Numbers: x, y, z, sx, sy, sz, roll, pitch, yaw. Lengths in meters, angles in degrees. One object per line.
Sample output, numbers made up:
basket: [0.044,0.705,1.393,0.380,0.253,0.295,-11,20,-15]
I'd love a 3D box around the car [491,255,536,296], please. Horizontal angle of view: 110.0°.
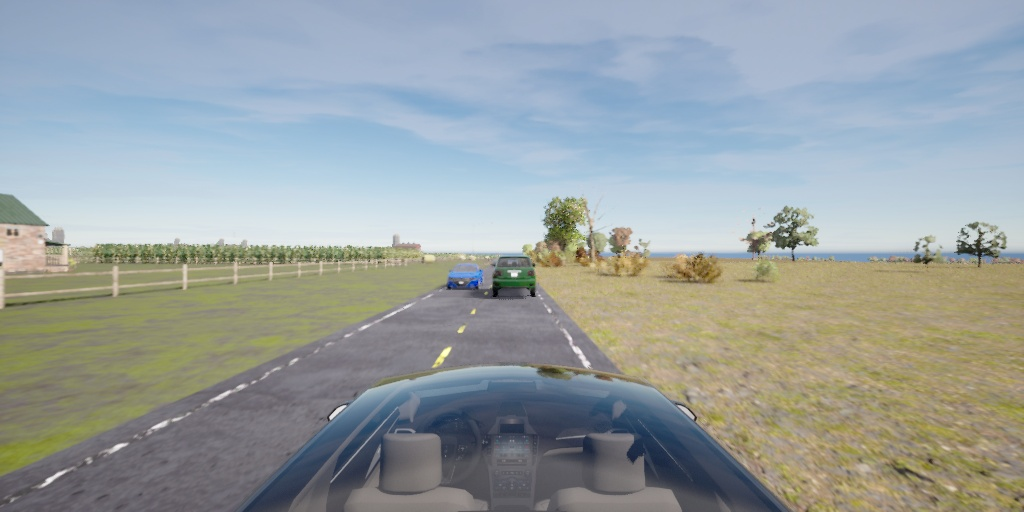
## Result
car: [0.106,0.965,19.253,2.150,2.045,5.566,0,0,0]

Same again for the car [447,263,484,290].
car: [-2.841,1.220,22.593,1.882,1.535,5.008,0,0,0]
